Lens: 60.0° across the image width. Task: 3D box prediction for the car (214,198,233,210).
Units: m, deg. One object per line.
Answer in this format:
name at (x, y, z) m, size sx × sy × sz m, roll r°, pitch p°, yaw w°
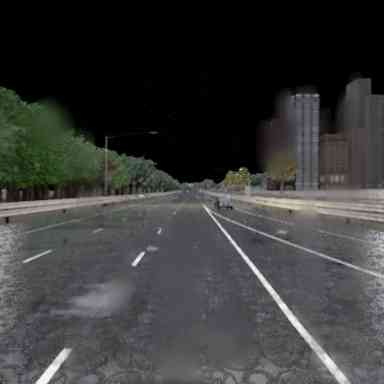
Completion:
car at (3.704, 1.372, 39.470) m, size 2.033 × 1.411 × 5.357 m, roll 0°, pitch 0°, yaw -2°
